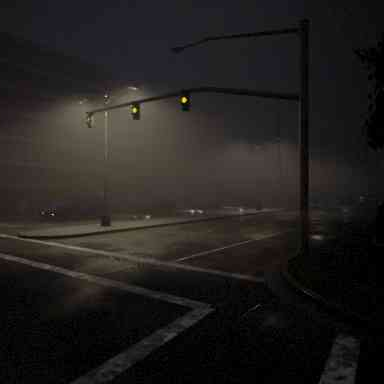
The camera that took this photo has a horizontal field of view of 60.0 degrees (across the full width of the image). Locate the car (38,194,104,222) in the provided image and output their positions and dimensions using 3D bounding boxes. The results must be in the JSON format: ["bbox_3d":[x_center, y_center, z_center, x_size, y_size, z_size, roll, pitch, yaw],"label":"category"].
[{"bbox_3d":[-9.535,1.222,27.110,2.150,2.045,5.566,0,0,36],"label":"car"}]

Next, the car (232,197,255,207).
[{"bbox_3d":[7.979,1.505,51.241,1.837,1.490,4.892,0,0,36],"label":"car"}]

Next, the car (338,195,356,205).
[{"bbox_3d":[26.647,1.352,57.155,2.097,1.767,4.553,0,0,36],"label":"car"}]

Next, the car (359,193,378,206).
[{"bbox_3d":[28.715,1.221,54.042,2.150,2.045,5.566,0,0,36],"label":"car"}]

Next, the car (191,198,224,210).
[{"bbox_3d":[2.114,1.547,43.201,2.033,1.411,5.357,0,0,36],"label":"car"}]

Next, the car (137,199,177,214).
[{"bbox_3d":[-3.671,1.478,35.210,1.882,1.535,5.008,0,0,36],"label":"car"}]
